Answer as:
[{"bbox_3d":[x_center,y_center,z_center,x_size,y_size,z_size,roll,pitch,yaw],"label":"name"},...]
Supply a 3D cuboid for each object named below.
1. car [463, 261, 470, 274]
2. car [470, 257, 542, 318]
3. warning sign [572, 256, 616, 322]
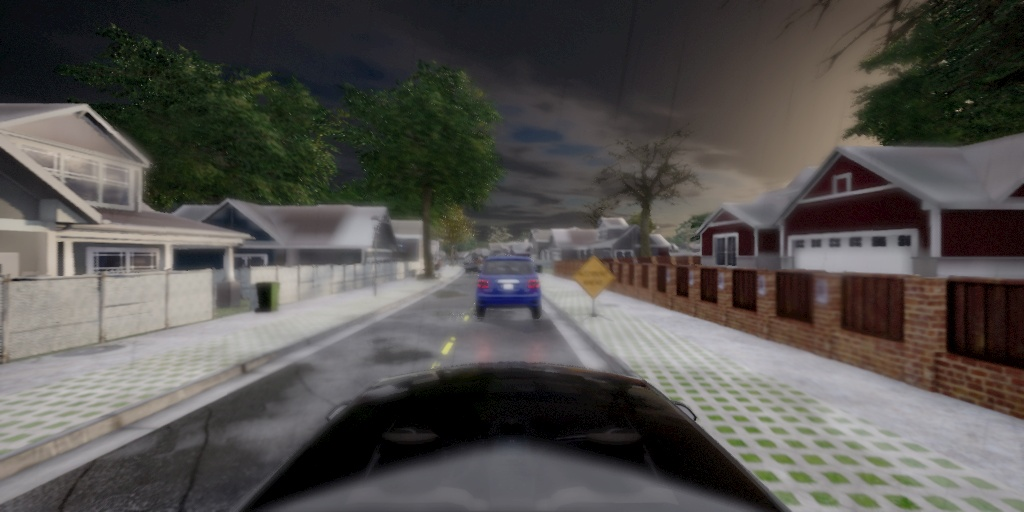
[{"bbox_3d":[-5.165,1.681,47.013,1.895,1.301,4.718,0,0,-5],"label":"car"},{"bbox_3d":[-0.139,1.050,13.580,2.150,2.045,5.566,0,-1,-1],"label":"car"},{"bbox_3d":[2.415,0.924,10.639,1.300,1.860,1.060,0,0,-1],"label":"warning sign"}]
